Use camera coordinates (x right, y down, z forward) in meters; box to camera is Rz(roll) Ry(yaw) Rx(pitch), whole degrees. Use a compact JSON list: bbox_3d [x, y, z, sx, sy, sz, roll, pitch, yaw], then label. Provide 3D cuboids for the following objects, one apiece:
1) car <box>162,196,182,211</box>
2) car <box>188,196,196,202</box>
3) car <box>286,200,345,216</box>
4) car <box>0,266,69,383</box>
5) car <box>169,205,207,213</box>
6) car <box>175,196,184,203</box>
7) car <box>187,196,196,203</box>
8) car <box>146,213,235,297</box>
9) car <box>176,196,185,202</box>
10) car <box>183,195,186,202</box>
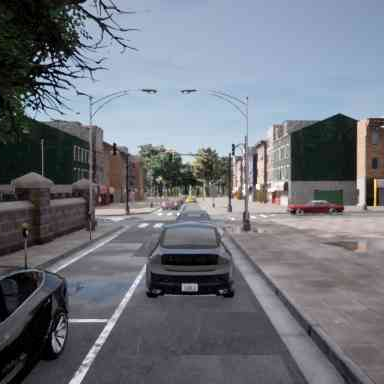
[{"bbox_3d":[-2.670,1.478,41.557,1.967,1.590,4.097,-1,0,0],"label":"car"},{"bbox_3d":[-0.046,1.671,82.145,2.033,1.411,5.357,0,0,0],"label":"car"},{"bbox_3d":[10.941,1.428,29.835,4.718,1.301,1.895,-1,1,0],"label":"car"},{"bbox_3d":[-2.646,1.565,3.237,1.947,1.339,4.313,-1,0,0],"label":"car"},{"bbox_3d":[0.091,1.552,15.977,2.033,1.411,5.357,0,0,0],"label":"car"},{"bbox_3d":[-2.688,1.655,74.165,1.887,1.381,4.507,-1,0,0],"label":"car"},{"bbox_3d":[-0.029,1.582,71.711,1.882,1.535,5.008,0,0,0],"label":"car"},{"bbox_3d":[-0.027,1.505,8.531,1.837,1.490,4.892,0,0,0],"label":"car"},{"bbox_3d":[-2.691,1.690,79.600,1.947,1.339,4.313,-1,0,0],"label":"car"},{"bbox_3d":[-2.682,1.628,63.296,1.887,1.381,4.507,-1,0,0],"label":"car"}]
